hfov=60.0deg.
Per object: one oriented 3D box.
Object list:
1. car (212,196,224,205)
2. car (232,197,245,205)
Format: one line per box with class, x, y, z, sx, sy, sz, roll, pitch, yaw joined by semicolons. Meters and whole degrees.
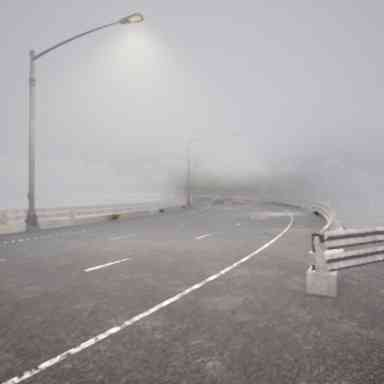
car;4.894;1.605;62.013;1.837;1.490;4.892;0;0;-2
car;8.357;1.678;60.320;1.994;1.385;4.181;0;0;0
